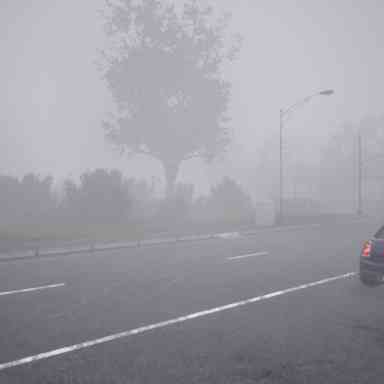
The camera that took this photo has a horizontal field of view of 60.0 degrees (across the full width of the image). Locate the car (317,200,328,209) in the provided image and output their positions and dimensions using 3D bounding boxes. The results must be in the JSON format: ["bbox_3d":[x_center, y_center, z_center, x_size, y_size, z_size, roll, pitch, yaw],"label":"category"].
[{"bbox_3d":[15.323,1.473,43.277,2.128,1.511,4.902,0,0,-32],"label":"car"}]

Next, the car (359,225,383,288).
[{"bbox_3d":[6.077,1.348,8.056,4.553,1.767,2.097,0,0,-35],"label":"car"}]

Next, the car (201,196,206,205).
[{"bbox_3d":[3.078,1.433,55.931,2.128,1.511,4.902,0,0,-33],"label":"car"}]

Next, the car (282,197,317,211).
[{"bbox_3d":[12.430,1.475,41.301,2.128,1.511,4.902,0,0,-32],"label":"car"}]
